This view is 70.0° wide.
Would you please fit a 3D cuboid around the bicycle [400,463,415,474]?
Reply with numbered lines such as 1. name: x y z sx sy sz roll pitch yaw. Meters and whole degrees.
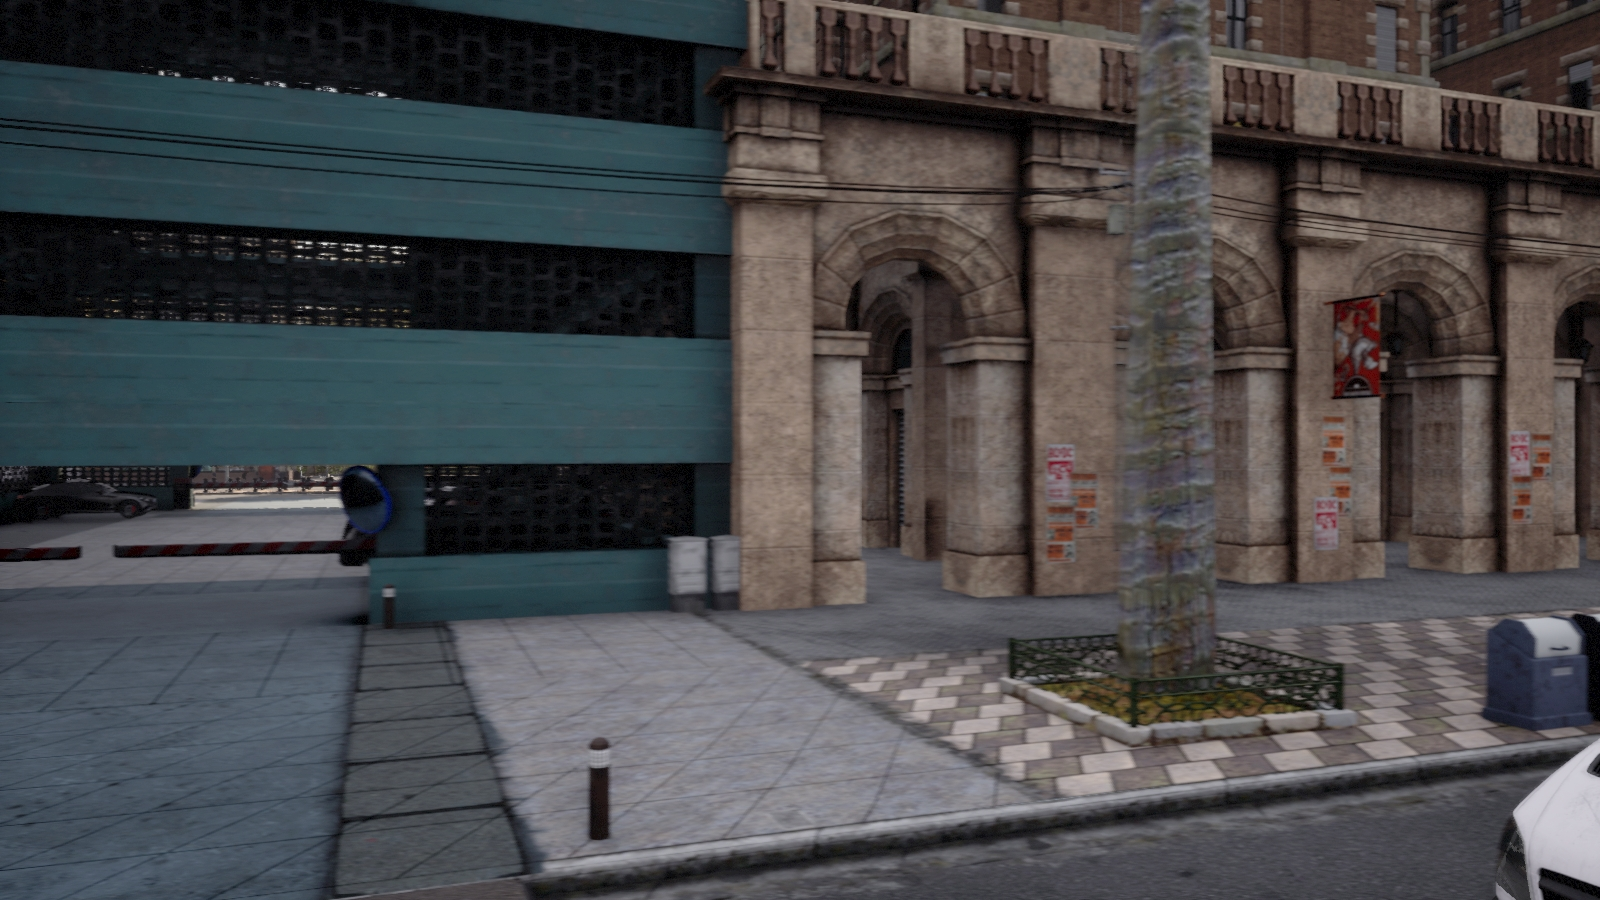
1. bicycle: -46.766 2.206 136.128 1.643 1.196 0.373 0 0 -20

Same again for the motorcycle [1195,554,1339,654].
1. motorcycle: 6.690 2.181 16.384 1.805 1.236 0.856 0 0 -20

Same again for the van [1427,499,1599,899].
1. van: 6.110 1.534 5.527 5.915 2.561 1.988 0 0 -20
